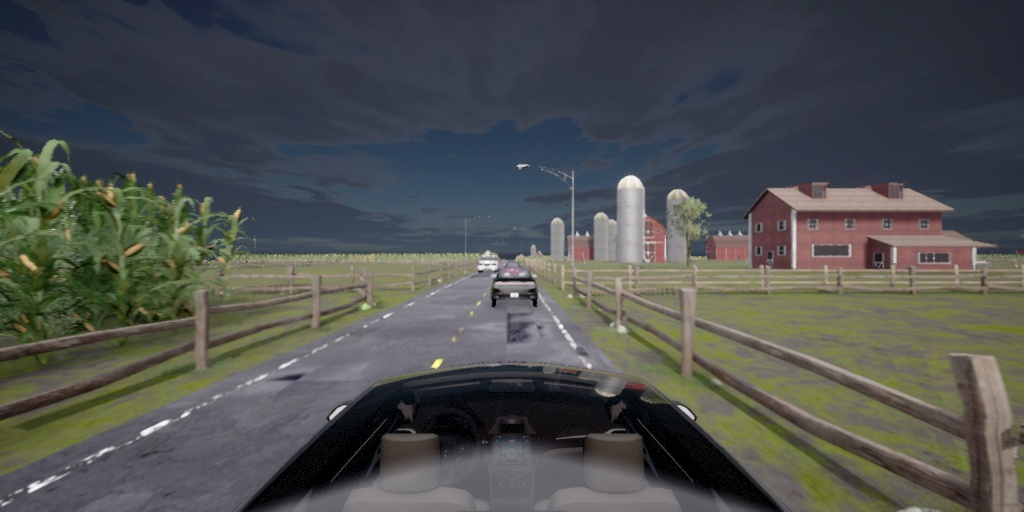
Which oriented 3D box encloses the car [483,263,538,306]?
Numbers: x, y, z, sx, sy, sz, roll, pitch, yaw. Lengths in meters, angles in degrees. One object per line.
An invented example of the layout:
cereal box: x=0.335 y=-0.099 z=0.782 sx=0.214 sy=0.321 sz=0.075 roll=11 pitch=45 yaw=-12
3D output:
car: x=0.094 y=1.215 z=15.525 sx=2.128 sy=1.511 sz=4.902 roll=0 pitch=0 yaw=0

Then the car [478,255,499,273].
car: x=-2.768 y=0.934 z=42.548 sx=2.150 sy=2.045 sz=5.566 roll=0 pitch=0 yaw=0
